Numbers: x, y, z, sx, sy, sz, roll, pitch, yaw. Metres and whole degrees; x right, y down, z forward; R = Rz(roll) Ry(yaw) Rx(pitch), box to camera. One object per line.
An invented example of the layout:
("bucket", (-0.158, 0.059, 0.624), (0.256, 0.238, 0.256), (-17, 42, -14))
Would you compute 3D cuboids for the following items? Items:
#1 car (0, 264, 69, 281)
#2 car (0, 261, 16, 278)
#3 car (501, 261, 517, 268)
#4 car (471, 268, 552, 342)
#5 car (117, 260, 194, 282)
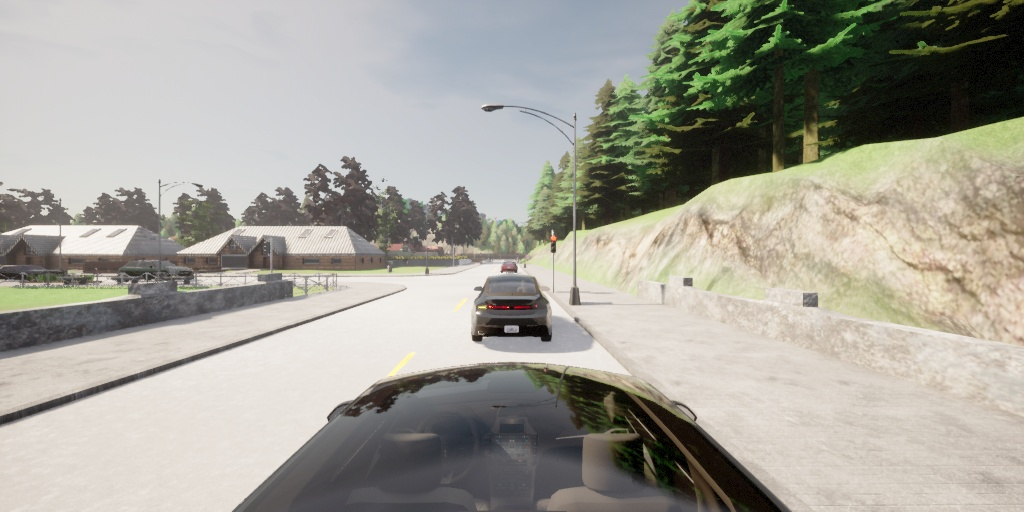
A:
("car", (-37.897, 1.351, 28.002), (4.718, 1.301, 1.895), (0, 0, 0))
("car", (-48.130, 1.228, 32.051), (5.008, 1.535, 1.882), (0, 0, 0))
("car", (-0.351, 1.314, 45.246), (1.994, 1.385, 4.181), (0, 0, 0))
("car", (-0.009, 1.255, 9.792), (1.837, 1.490, 4.892), (0, 0, 0))
("car", (-27.770, 1.102, 28.083), (4.553, 1.767, 2.097), (0, 0, 0))
